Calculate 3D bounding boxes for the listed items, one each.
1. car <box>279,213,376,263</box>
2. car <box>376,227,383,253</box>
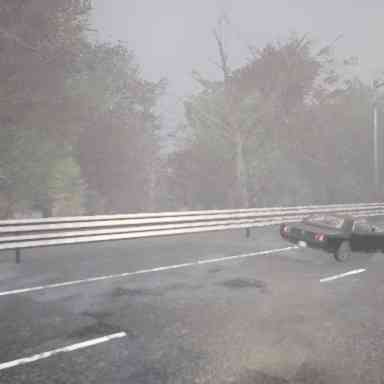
[{"bbox_3d":[5.315,1.458,11.664,4.718,1.301,1.895,4,4,-35],"label":"car"},{"bbox_3d":[7.297,1.447,8.896,4.902,1.511,2.128,0,0,-35],"label":"car"}]
